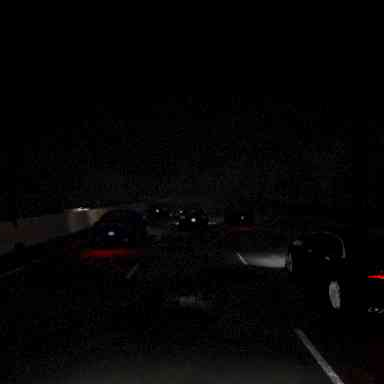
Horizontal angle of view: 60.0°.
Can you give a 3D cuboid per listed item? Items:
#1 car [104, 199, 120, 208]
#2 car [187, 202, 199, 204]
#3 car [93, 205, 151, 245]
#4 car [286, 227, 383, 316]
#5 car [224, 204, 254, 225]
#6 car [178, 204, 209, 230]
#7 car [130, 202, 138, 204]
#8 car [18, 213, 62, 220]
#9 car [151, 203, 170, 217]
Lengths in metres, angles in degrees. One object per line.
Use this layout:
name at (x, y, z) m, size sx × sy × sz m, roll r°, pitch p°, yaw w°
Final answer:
car at (-14.328, 2.065, 60.043) m, size 1.994 × 1.385 × 4.181 m, roll 0°, pitch 0°, yaw -1°
car at (0.099, 1.945, 41.103) m, size 1.895 × 1.301 × 4.718 m, roll 0°, pitch 0°, yaw 0°
car at (-3.400, 1.616, 16.496) m, size 1.882 × 1.535 × 5.008 m, roll 0°, pitch 0°, yaw 0°
car at (3.601, 1.570, 7.654) m, size 1.837 × 1.490 × 4.892 m, roll 0°, pitch 0°, yaw 0°
car at (3.600, 1.697, 26.168) m, size 1.882 × 1.535 × 5.008 m, roll 0°, pitch 0°, yaw 0°
car at (0.098, 1.757, 22.990) m, size 1.994 × 1.385 × 4.181 m, roll 0°, pitch -1°, yaw 0°
car at (-10.894, 1.999, 62.332) m, size 1.882 × 1.535 × 5.008 m, roll 0°, pitch 0°, yaw -1°
car at (-10.600, 1.688, 23.388) m, size 2.128 × 1.511 × 4.902 m, roll 0°, pitch -1°, yaw 0°
car at (-3.401, 1.855, 34.807) m, size 1.994 × 1.385 × 4.181 m, roll 0°, pitch 0°, yaw 0°
